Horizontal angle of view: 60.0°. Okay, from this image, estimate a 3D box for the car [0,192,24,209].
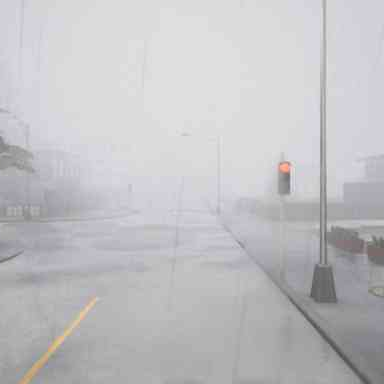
[{"bbox_3d":[-19.736,0.985,34.939,1.905,1.878,3.866,0,0,35],"label":"car"}]
